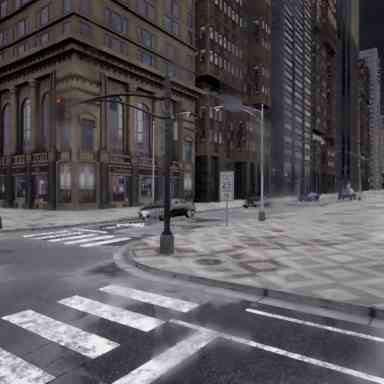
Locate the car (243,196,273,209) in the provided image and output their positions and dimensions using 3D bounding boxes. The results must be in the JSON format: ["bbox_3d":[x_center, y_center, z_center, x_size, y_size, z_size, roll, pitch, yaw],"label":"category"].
[{"bbox_3d":[7.104,1.083,35.570,1.994,1.385,4.181,0,1,36],"label":"car"}]

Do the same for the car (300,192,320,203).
[{"bbox_3d":[17.893,0.794,50.480,1.882,1.535,5.008,0,1,36],"label":"car"}]

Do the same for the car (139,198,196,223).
[{"bbox_3d":[-1.628,1.211,23.374,2.128,1.511,4.902,0,1,36],"label":"car"}]

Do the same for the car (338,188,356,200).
[{"bbox_3d":[27.002,0.359,57.879,2.150,2.045,5.566,0,1,36],"label":"car"}]
